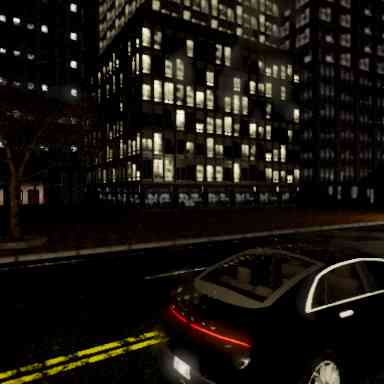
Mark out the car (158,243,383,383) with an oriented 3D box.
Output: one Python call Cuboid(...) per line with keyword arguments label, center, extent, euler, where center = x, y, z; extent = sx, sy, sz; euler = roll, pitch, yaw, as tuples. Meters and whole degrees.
Cuboid(label="car", center=(1.891, 1.500, 4.707), extent=(4.892, 1.490, 1.837), euler=(0, 0, -35))
